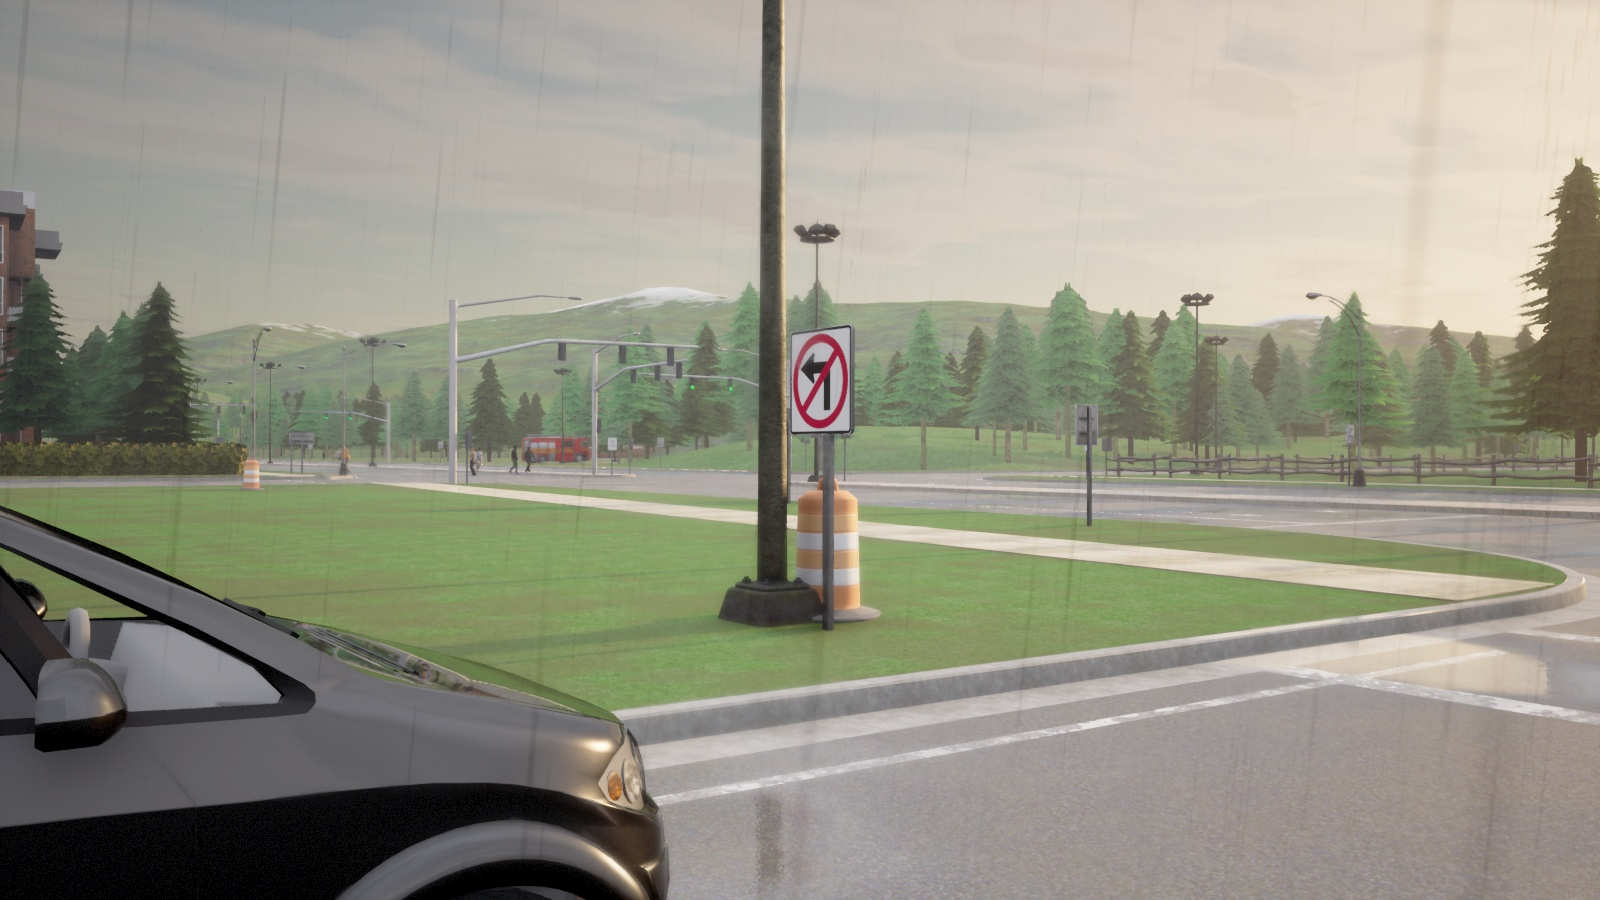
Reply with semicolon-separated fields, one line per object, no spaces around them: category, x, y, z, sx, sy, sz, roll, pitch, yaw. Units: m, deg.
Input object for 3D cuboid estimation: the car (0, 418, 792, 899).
car;-2.048;0.733;2.232;3.705;1.549;1.789;0;0;-35
